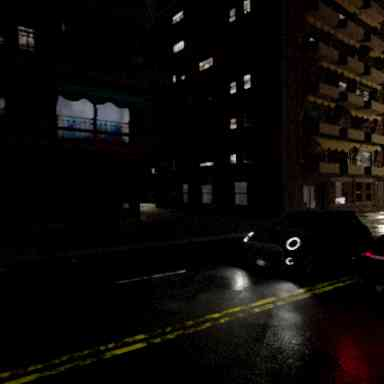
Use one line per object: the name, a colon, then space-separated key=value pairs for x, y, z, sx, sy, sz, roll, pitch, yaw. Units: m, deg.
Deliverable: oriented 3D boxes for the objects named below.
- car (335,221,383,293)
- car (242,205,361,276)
car: x=5.663 y=1.479 z=7.600 sx=4.902 sy=1.511 sz=2.128 roll=0 pitch=0 yaw=-36
car: x=3.684 y=1.341 z=10.429 sx=4.553 sy=1.767 sz=2.097 roll=0 pitch=0 yaw=-36
